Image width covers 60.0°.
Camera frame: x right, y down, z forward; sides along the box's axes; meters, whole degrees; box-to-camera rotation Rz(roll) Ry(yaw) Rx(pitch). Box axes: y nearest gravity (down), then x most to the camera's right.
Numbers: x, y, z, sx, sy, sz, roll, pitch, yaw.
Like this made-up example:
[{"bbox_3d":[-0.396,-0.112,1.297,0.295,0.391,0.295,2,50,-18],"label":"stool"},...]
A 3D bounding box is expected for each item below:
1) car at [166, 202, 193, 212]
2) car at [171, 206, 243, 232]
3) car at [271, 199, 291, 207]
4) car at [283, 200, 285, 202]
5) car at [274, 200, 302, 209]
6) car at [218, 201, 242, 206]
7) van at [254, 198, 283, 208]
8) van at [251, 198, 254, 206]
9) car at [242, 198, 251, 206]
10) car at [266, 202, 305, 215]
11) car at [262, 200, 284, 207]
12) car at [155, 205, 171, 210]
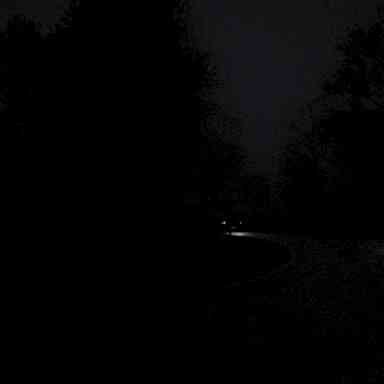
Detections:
[{"bbox_3d":[-1.995,2.327,52.302,2.002,1.452,4.674,0,0,-36],"label":"car"},{"bbox_3d":[1.037,1.849,22.666,2.033,1.411,5.357,3,-3,-36],"label":"car"},{"bbox_3d":[22.797,2.788,85.445,2.185,1.767,4.553,2,-1,-36],"label":"car"},{"bbox_3d":[17.214,2.482,65.992,1.946,1.575,5.366,1,-1,-36],"label":"car"},{"bbox_3d":[19.367,2.534,67.556,1.946,1.575,5.366,2,-1,-36],"label":"car"},{"bbox_3d":[8.049,2.460,74.955,1.946,1.575,5.366,1,-1,-36],"label":"car"},{"bbox_3d":[14.779,2.210,64.597,1.878,1.987,4.442,1,-1,-36],"label":"van"},{"bbox_3d":[13.047,2.354,78.214,1.878,1.987,4.442,2,-1,-36],"label":"van"},{"bbox_3d":[10.538,2.389,76.497,2.185,1.767,4.553,1,-1,-36],"label":"car"},{"bbox_3d":[13.000,2.483,45.604,1.837,1.490,4.892,3,-3,-35],"label":"car"},{"bbox_3d":[20.331,2.821,83.670,2.097,1.535,5.008,2,-1,-36],"label":"car"},{"bbox_3d":[-4.534,2.159,50.402,2.185,1.767,4.553,0,0,-36],"label":"car"}]
